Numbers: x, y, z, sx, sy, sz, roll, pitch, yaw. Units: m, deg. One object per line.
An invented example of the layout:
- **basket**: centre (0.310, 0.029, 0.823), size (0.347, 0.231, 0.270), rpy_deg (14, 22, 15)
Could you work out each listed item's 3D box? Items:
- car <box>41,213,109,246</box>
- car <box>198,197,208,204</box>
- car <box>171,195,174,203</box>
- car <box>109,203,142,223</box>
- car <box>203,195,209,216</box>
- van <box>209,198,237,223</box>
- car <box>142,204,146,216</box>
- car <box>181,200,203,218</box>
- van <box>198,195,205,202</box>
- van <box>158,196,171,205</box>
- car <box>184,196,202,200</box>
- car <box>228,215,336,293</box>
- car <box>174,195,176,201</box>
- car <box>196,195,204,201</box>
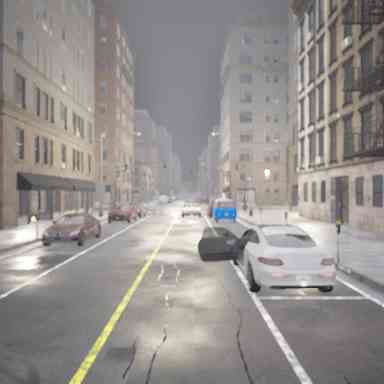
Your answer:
- **car**: centre (-5.431, 1.657, 15.514), size (1.802, 1.307, 4.206), rpy_deg (0, 0, 0)
- **car**: centre (2.493, 1.895, 74.846), size (2.008, 1.369, 4.403), rpy_deg (0, 0, 0)
- **car**: centre (-5.612, 1.910, 74.823), size (1.947, 1.339, 4.313), rpy_deg (0, 0, 0)
- **car**: centre (-5.462, 1.672, 26.536), size (1.887, 1.381, 4.507), rpy_deg (0, 0, 0)
- **car**: centre (2.548, 1.467, 32.071), size (2.192, 1.841, 5.009), rpy_deg (0, 0, 0)
- **van**: centre (2.563, 1.467, 26.559), size (1.690, 1.788, 3.998), rpy_deg (0, 0, 0)
- **car**: centre (-5.477, 1.718, 32.047), size (1.947, 1.339, 4.313), rpy_deg (0, 0, 0)
- **car**: centre (-0.041, 1.754, 32.304), size (1.895, 1.301, 4.718), rpy_deg (0, 0, 0)
- **van**: centre (2.453, 1.733, 85.660), size (1.690, 1.788, 3.998), rpy_deg (0, 0, 0)
- **van**: centre (-5.585, 1.637, 64.011), size (1.690, 1.788, 3.998), rpy_deg (0, 0, 0)
- **car**: centre (-0.100, 1.699, 45.844), size (2.128, 1.511, 4.902), rpy_deg (0, 0, 0)
- **car**: centre (2.203, 1.569, 8.884), size (1.812, 1.442, 4.674), rpy_deg (0, 0, 0)
- **car**: centre (-5.625, 1.913, 80.229), size (1.887, 1.381, 4.507), rpy_deg (0, 0, 0)
- **car**: centre (2.513, 1.635, 69.441), size (2.192, 1.841, 5.009), rpy_deg (0, 0, 0)
